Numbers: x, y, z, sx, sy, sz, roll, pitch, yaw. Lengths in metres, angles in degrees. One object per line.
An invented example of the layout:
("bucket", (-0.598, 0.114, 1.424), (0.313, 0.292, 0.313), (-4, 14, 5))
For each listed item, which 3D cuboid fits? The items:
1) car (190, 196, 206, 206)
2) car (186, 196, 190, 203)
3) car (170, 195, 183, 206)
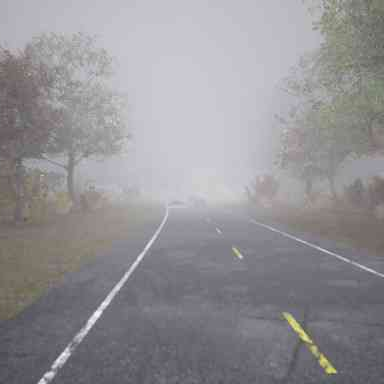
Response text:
("car", (1.258, 1.556, 55.535), (2.128, 1.511, 4.902), (0, 0, -5))
("car", (-0.096, 1.549, 71.282), (1.837, 1.490, 4.892), (0, 0, -5))
("car", (-2.506, 1.642, 57.144), (1.895, 1.301, 4.718), (0, 0, -4))
